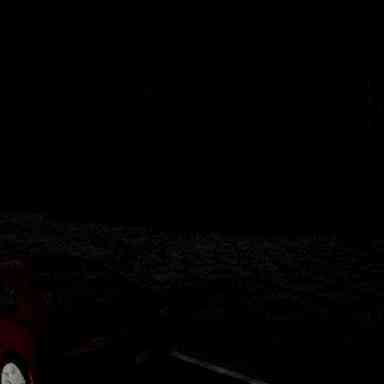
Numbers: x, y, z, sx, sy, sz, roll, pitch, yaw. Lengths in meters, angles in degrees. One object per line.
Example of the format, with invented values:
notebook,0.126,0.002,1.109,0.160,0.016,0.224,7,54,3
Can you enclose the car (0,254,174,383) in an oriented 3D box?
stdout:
car,-2.329,1.587,4.740,4.507,1.381,1.887,-1,0,36

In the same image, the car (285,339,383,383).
car,2.265,1.430,1.456,4.097,1.590,1.967,-1,0,36
